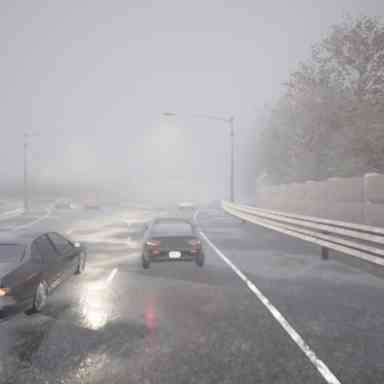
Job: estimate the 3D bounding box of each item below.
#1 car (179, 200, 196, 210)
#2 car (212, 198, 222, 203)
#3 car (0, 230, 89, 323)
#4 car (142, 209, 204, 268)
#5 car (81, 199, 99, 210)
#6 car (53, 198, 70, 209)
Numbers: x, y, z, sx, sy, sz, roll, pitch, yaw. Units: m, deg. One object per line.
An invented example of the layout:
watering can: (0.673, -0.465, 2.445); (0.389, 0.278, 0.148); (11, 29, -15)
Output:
car: (-0.550, 1.678, 44.642); (1.895, 1.301, 4.718); (0, 0, 5)
car: (6.299, 2.292, 86.755); (1.837, 1.490, 4.892); (0, -3, 11)
car: (-3.814, 1.576, 7.490); (2.033, 1.411, 5.357); (0, 0, -5)
car: (-0.712, 1.548, 11.371); (1.812, 1.442, 4.674); (0, 0, -6)
car: (-14.188, 1.700, 46.348); (1.994, 1.385, 4.181); (0, 0, -25)
car: (-18.471, 1.647, 47.194); (2.128, 1.511, 4.902); (0, 0, -26)
